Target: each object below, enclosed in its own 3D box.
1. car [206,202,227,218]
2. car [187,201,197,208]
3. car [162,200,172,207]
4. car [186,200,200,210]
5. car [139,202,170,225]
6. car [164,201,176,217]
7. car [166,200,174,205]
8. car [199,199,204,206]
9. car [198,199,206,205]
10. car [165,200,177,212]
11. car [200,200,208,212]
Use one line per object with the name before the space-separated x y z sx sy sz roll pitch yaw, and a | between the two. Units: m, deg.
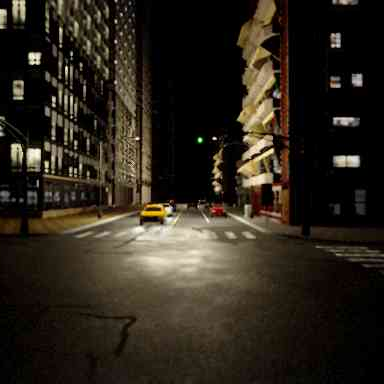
car | 2.711 2.045 34.925 1.802 1.307 4.206 0 -1 0
car | 0.026 2.478 67.985 1.994 1.385 4.181 0 -1 0
car | -5.757 2.577 76.073 2.008 1.369 4.403 0 -1 0
car | 0.048 2.277 57.676 1.837 1.490 4.892 0 -1 0
car | -3.125 1.842 27.534 1.882 1.535 5.008 0 -1 0
car | -3.134 2.021 37.292 1.812 1.442 4.674 0 -1 0
car | -5.768 2.730 87.370 1.887 1.381 4.507 0 -1 0
car | 2.645 2.266 53.489 2.008 1.369 4.403 0 -1 0
car | 2.613 2.625 87.379 1.967 1.590 4.097 0 -1 0
car | -3.134 2.187 47.931 2.033 1.411 5.357 0 -1 0
car | 2.649 2.189 47.841 2.008 1.369 4.403 0 -1 0
